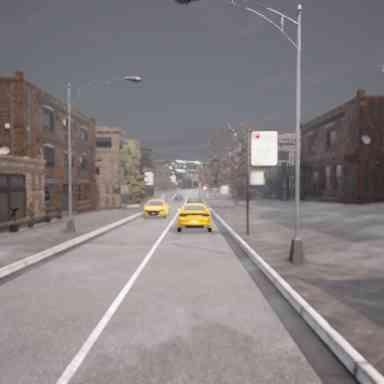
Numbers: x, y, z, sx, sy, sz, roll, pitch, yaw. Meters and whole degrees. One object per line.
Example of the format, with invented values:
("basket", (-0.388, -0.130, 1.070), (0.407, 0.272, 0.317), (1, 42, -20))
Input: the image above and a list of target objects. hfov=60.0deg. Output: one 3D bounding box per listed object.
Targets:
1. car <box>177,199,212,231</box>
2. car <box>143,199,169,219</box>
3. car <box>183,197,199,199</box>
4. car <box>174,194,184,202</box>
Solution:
("car", (0.144, 1.415, 20.123), (1.882, 1.535, 5.008), (0, 0, 0))
("car", (-3.018, 1.386, 28.505), (1.882, 1.535, 5.008), (0, 0, 0))
("car", (0.231, 1.416, 39.480), (2.033, 1.411, 5.357), (0, 0, 0))
("car", (-2.723, 1.200, 69.980), (1.837, 1.490, 4.892), (0, 1, 0))
